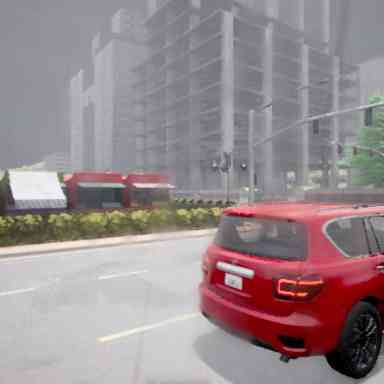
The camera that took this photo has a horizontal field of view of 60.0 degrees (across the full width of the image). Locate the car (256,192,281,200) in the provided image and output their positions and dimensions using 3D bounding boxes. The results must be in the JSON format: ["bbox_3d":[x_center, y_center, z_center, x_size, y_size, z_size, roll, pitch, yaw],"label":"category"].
[{"bbox_3d":[13.169,0.980,59.224,1.905,1.878,3.866,0,0,-36],"label":"car"}]

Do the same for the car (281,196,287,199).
[{"bbox_3d":[15.561,0.971,60.936,1.905,1.878,3.866,0,0,-36],"label":"car"}]

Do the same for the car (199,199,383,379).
[{"bbox_3d":[2.716,1.205,5.722,5.566,2.045,2.150,0,0,-35],"label":"car"}]

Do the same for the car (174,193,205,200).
[{"bbox_3d":[-0.008,1.102,37.046,2.150,2.045,5.566,0,0,-36],"label":"car"}]
